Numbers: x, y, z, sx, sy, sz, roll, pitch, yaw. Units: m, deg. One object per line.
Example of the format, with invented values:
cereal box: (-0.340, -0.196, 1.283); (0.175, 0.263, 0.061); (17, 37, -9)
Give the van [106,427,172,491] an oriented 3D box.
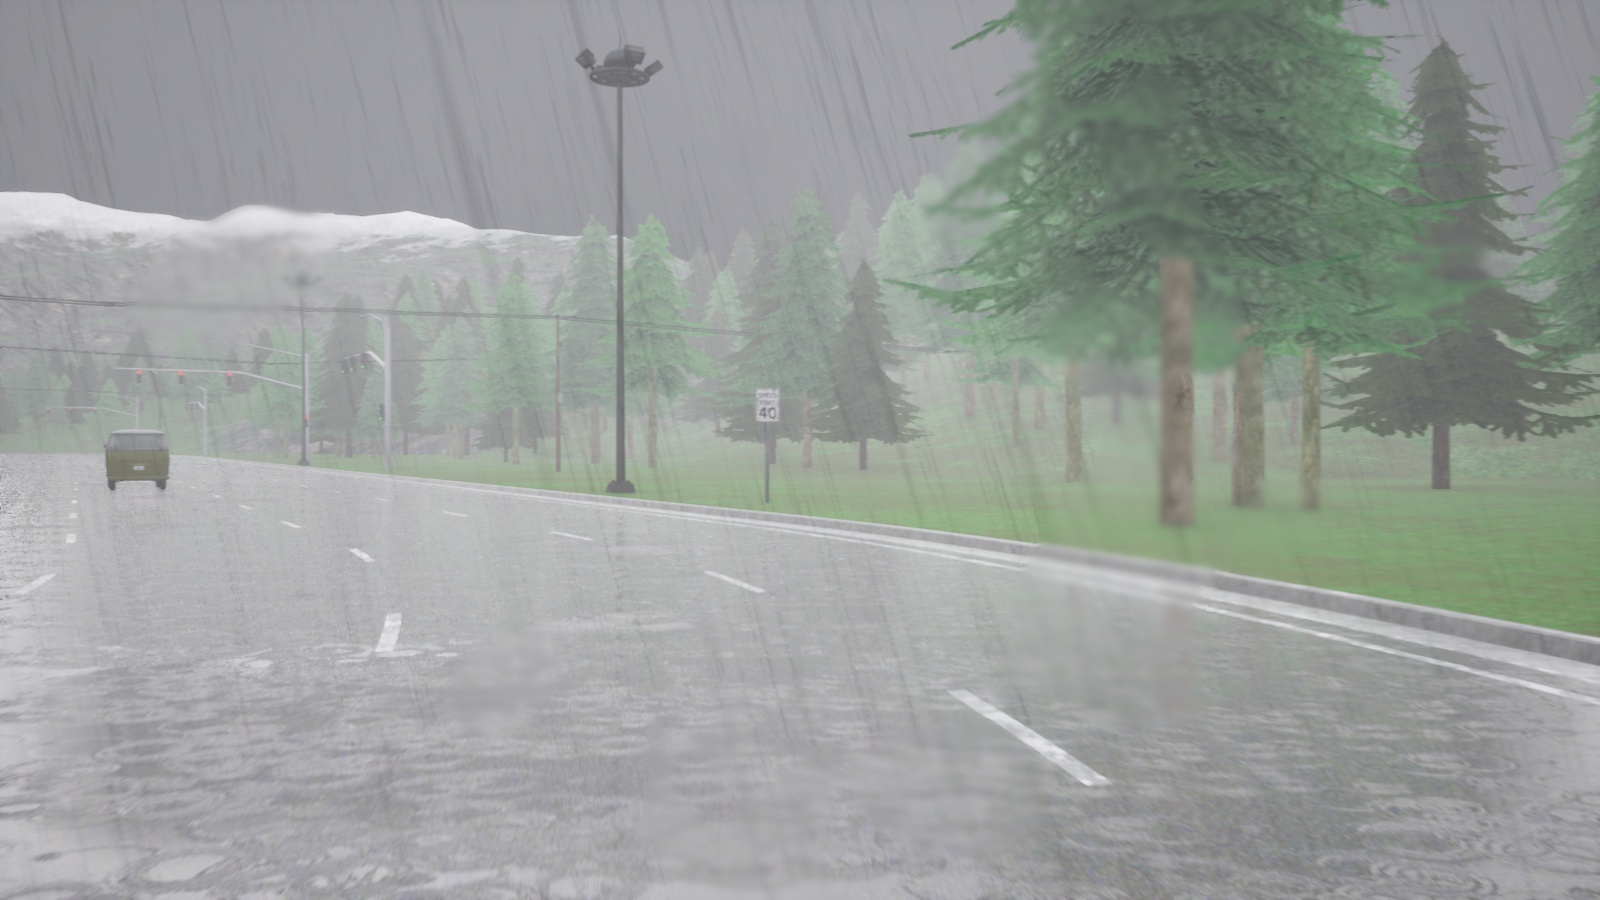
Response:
van: (-22.026, 0.267, 41.780); (1.775, 1.987, 4.442); (0, 0, -30)
